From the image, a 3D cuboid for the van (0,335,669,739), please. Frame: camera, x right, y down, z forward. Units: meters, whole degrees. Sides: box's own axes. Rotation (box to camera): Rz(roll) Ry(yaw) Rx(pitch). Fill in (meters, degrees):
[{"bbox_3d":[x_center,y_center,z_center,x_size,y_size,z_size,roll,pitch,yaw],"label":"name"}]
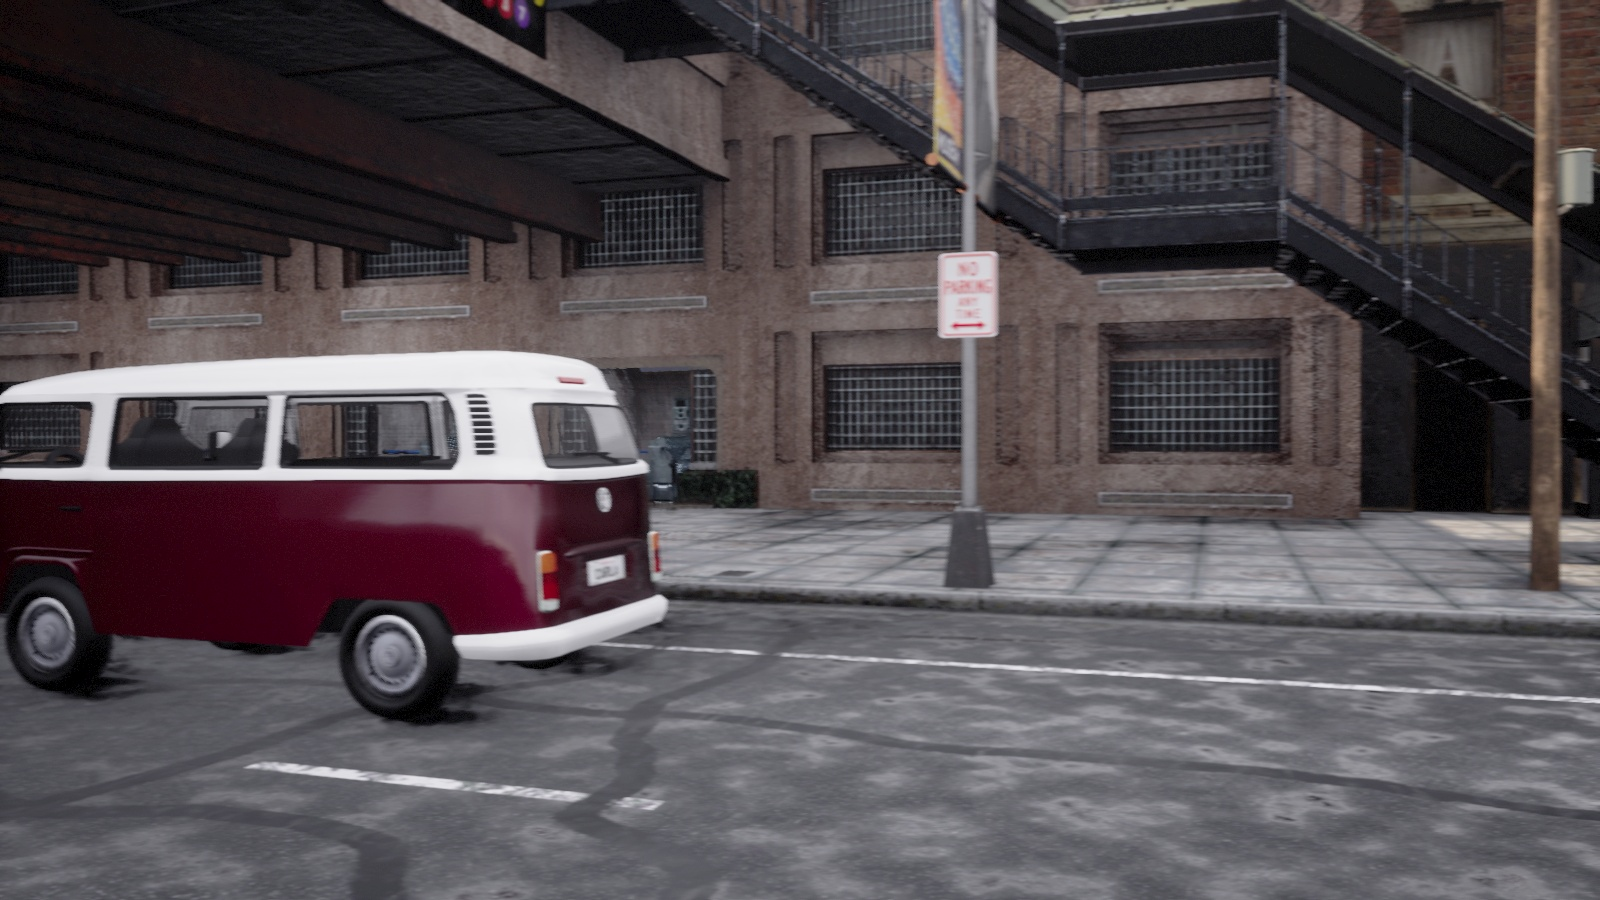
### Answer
[{"bbox_3d":[-3.321,0.409,8.018,4.480,2.038,2.069,1,1,18],"label":"van"}]
